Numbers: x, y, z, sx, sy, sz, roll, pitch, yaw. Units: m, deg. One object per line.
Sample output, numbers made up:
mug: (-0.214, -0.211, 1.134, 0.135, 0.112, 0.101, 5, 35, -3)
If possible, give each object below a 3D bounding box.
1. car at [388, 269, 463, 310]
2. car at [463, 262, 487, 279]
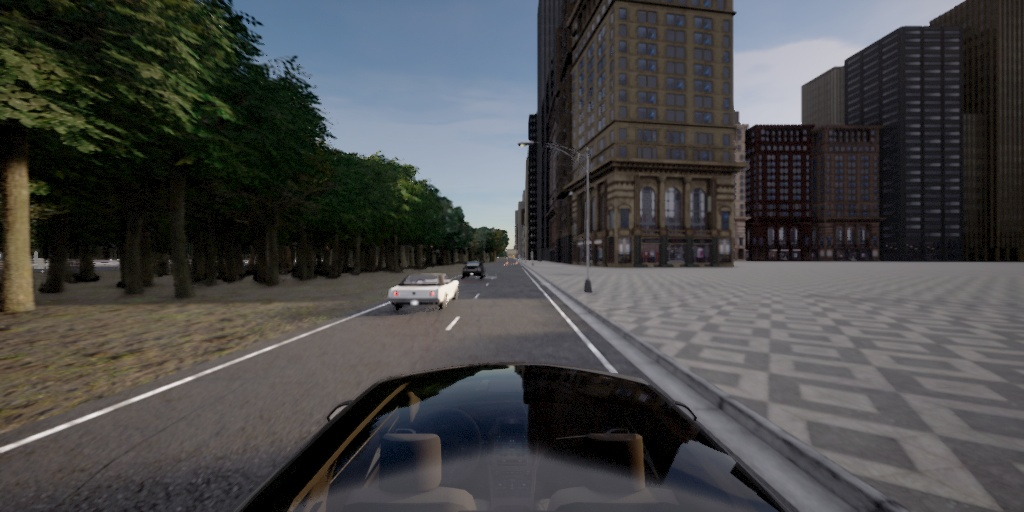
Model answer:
car: (-3.398, 1.354, 14.744, 1.895, 1.301, 4.718, 0, 0, 0)
car: (-3.399, 1.262, 32.630, 1.837, 1.490, 4.892, 0, 0, 0)
